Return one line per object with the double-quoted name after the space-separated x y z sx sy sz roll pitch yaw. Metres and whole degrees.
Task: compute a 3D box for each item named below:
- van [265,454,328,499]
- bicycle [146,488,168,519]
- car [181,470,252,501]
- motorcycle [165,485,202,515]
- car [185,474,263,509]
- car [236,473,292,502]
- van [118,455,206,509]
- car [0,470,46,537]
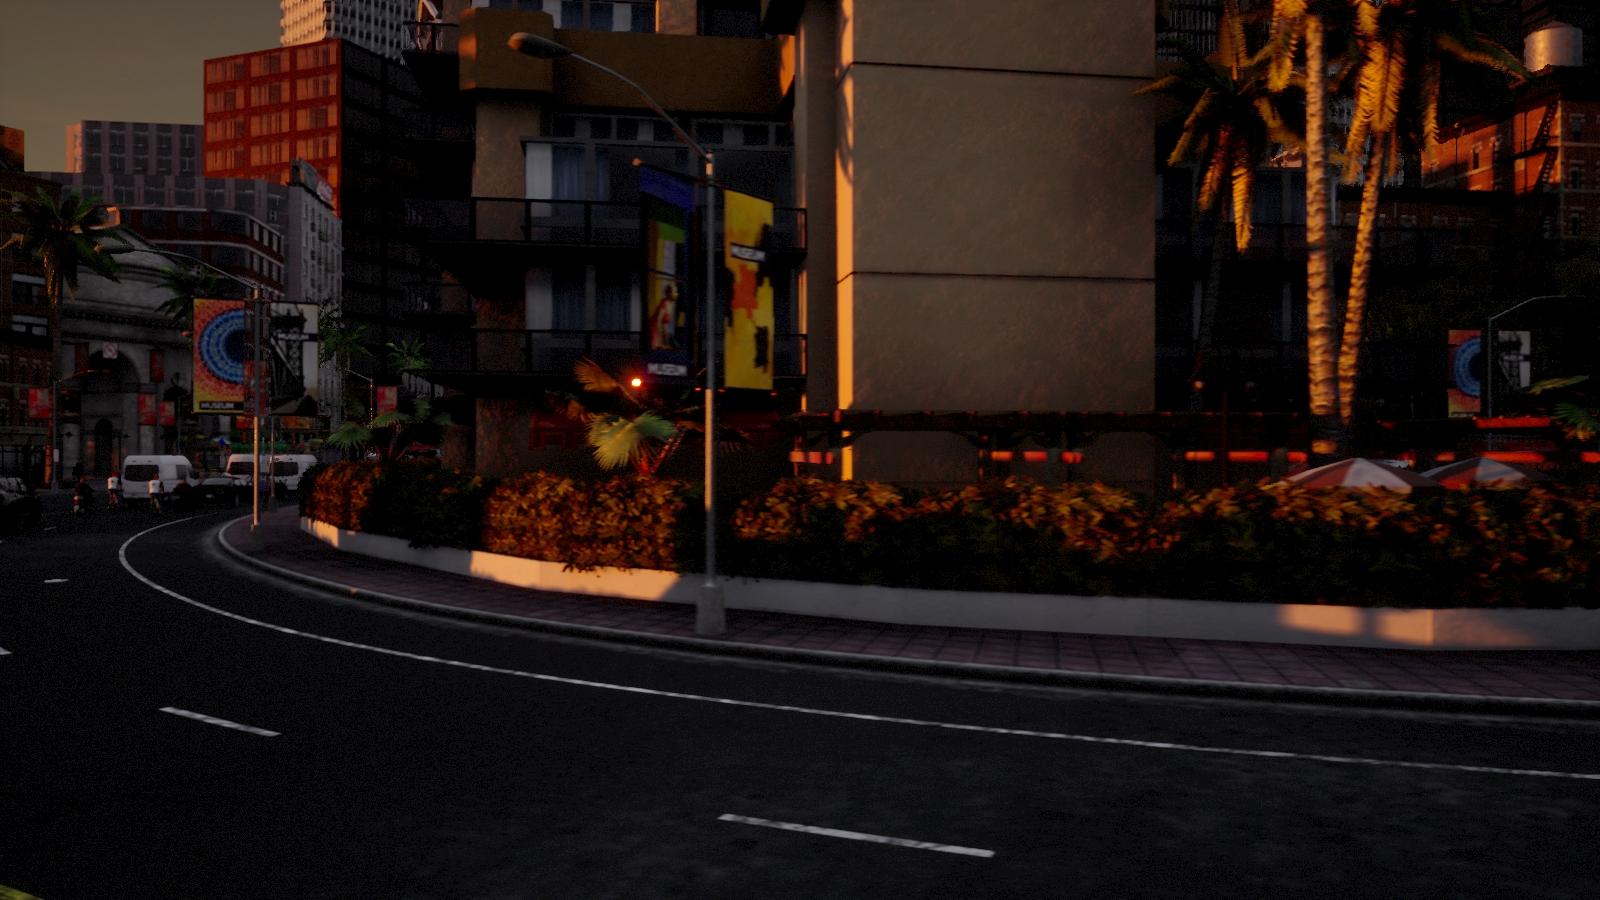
-30.595 1.549 69.616 1.988 2.561 5.915 0 0 -8 "van"
-26.740 2.216 47.505 0.373 1.196 1.643 0 0 -14 "bicycle"
-33.560 2.006 65.827 2.152 1.651 5.027 0 0 -9 "car"
-27.704 2.216 51.385 0.867 1.251 2.209 0 0 -11 "motorcycle"
-28.680 2.046 57.093 2.097 1.535 5.006 0 0 -9 "car"
-29.632 2.051 63.275 1.845 1.501 3.633 0 0 -9 "car"
-32.398 1.546 58.230 1.988 2.561 5.915 0 0 -9 "van"
-27.842 1.789 39.246 2.150 2.045 5.566 0 0 -22 "car"
